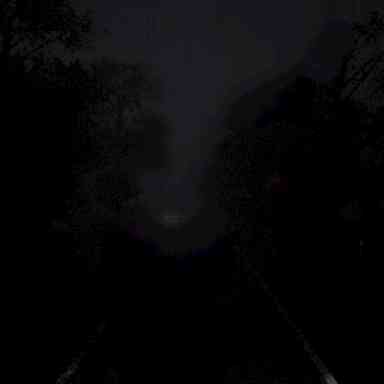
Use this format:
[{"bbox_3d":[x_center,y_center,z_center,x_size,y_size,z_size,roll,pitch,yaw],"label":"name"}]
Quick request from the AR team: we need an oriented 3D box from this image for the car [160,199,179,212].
[{"bbox_3d":[-2.745,1.929,45.217,2.128,1.511,4.902,0,0,1],"label":"car"}]

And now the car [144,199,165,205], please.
[{"bbox_3d":[-9.489,2.556,83.956,4.892,1.521,2.231,0,-2,0],"label":"car"}]

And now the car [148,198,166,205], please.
[{"bbox_3d":[-9.474,2.640,89.506,4.553,1.767,2.185,0,-2,0],"label":"car"}]

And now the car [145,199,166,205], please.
[{"bbox_3d":[-9.470,2.656,86.726,5.008,1.535,2.097,0,-2,0],"label":"car"}]

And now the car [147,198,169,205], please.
[{"bbox_3d":[-9.394,2.628,92.280,5.566,2.045,2.435,0,-2,0],"label":"car"}]

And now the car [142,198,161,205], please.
[{"bbox_3d":[-9.318,2.461,81.188,5.366,1.575,1.946,0,-2,0],"label":"car"}]
